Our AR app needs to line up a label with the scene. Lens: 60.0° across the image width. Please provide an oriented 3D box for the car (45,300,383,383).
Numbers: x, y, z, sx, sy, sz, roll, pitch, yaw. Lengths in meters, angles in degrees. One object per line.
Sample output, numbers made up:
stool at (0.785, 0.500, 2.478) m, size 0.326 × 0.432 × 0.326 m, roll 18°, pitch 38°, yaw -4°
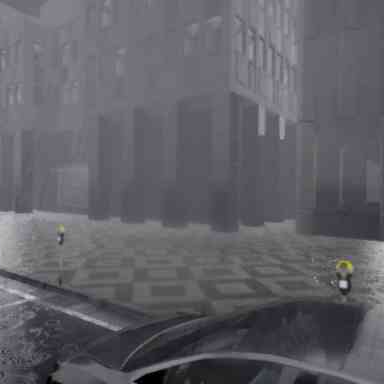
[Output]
car at (0.731, 1.558, 2.441) m, size 4.313 × 1.339 × 1.947 m, roll 1°, pitch 0°, yaw 35°
